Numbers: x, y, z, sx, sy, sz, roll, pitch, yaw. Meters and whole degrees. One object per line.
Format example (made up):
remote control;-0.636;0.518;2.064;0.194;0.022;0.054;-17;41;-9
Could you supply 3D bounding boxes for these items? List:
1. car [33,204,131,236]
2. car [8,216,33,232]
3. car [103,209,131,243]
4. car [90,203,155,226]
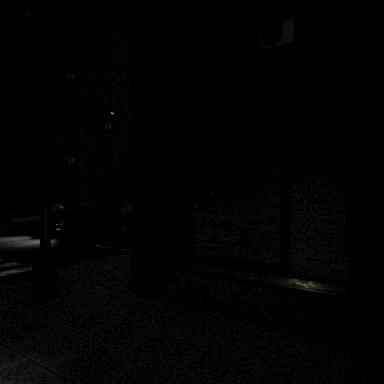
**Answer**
car;-5.870;1.523;18.581;1.837;1.490;4.892;0;0;35
car;-8.190;1.554;19.706;1.752;1.417;4.829;0;0;36
car;-1.570;1.560;15.166;1.947;1.339;4.313;0;0;36
car;-4.940;1.583;24.246;2.008;1.369;4.403;0;0;36
